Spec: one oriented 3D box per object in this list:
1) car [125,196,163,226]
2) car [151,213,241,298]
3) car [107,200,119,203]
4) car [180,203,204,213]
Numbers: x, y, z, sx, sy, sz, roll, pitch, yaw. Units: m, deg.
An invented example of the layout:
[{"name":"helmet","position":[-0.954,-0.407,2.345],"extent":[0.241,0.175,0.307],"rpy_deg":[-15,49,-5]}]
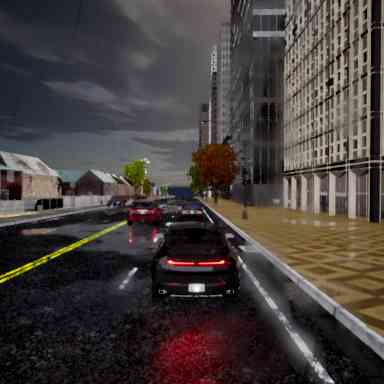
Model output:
[{"name":"car","position":[-3.243,1.366,23.863],"extent":[2.097,1.767,4.553],"rpy_deg":[0,0,0]},{"name":"car","position":[0.070,1.505,8.494],"extent":[1.837,1.490,4.892],"rpy_deg":[0,0,0]},{"name":"car","position":[-9.924,1.246,44.229],"extent":[2.033,1.411,5.357],"rpy_deg":[0,0,0]},{"name":"car","position":[-0.006,1.567,27.071],"extent":[2.033,1.411,5.357],"rpy_deg":[0,0,0]}]
